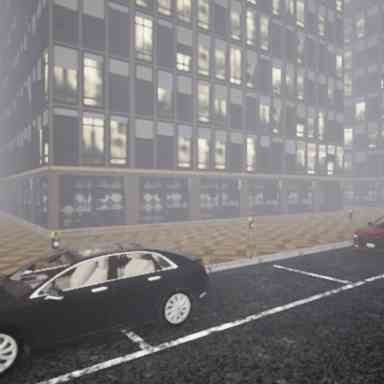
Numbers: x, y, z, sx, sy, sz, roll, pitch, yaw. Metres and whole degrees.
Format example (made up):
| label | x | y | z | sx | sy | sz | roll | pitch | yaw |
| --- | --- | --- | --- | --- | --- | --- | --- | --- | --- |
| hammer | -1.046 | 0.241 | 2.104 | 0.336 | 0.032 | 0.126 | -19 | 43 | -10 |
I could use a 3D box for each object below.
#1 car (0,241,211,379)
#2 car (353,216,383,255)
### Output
| label | x | y | z | sx | sy | sz | roll | pitch | yaw |
| --- | --- | --- | --- | --- | --- | --- | --- | --- | --- |
| car | -1.714 | 1.539 | 5.336 | 4.403 | 1.369 | 2.008 | -1 | 1 | -36 |
| car | 7.548 | 1.448 | 11.955 | 4.507 | 1.381 | 1.887 | -1 | 1 | -36 |
